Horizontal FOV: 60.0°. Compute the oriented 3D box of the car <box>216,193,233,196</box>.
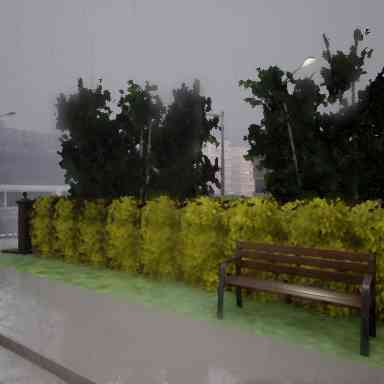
[{"bbox_3d":[7.440,0.799,69.165,1.895,1.301,4.718,0,1,35],"label":"car"}]
